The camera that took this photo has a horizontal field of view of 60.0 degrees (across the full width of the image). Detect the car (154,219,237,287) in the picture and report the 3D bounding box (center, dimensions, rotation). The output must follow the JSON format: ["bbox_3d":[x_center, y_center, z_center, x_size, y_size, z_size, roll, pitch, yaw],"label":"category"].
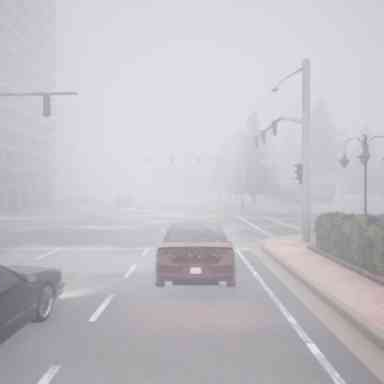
[{"bbox_3d":[0.087,1.485,9.386,1.882,1.535,5.008,0,0,0],"label":"car"}]

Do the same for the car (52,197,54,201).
[{"bbox_3d":[-35.662,1.527,80.668,4.181,1.385,1.994,0,0,9],"label":"car"}]

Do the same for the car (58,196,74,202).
[{"bbox_3d":[-27.211,1.595,73.989,5.357,1.411,2.033,0,0,23],"label":"car"}]

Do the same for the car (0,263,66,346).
[{"bbox_3d":[-3.431,1.551,4.156,2.033,1.411,5.357,0,0,0],"label":"car"}]

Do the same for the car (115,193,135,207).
[{"bbox_3d":[-10.388,1.257,51.140,2.150,2.045,5.566,0,0,-24],"label":"car"}]

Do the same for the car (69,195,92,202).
[{"bbox_3d":[-25.834,1.535,77.199,5.008,1.535,1.882,0,0,23],"label":"car"}]

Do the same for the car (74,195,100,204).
[{"bbox_3d":[-20.216,1.592,65.179,5.357,1.411,2.033,0,0,41],"label":"car"}]
